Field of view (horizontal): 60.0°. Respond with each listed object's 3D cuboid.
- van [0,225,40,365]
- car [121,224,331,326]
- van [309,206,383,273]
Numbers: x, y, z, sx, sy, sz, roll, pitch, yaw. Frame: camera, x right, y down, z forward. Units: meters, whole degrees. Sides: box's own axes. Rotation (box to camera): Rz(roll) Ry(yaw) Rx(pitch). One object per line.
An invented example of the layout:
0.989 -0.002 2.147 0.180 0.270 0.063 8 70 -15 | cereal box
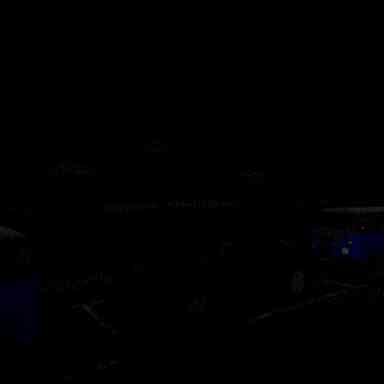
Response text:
-3.879 1.340 3.770 3.998 1.788 1.690 0 0 -35 | van
0.728 1.545 7.054 4.507 1.381 1.887 0 0 -35 | car
5.335 1.341 10.340 3.998 1.788 1.690 0 0 -35 | van
